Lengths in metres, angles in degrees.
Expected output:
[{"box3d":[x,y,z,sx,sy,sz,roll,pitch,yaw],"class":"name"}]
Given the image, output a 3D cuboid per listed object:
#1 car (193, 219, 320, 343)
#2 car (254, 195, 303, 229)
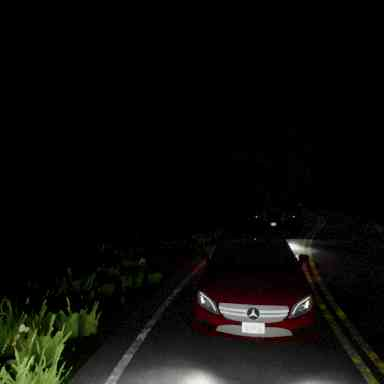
[{"box3d":[1.232,1.534,6.679,1.812,1.442,4.674,-1,0,11],"class":"car"},{"box3d":[5.007,1.214,18.849,2.150,2.045,5.566,-2,-1,22],"class":"car"}]
